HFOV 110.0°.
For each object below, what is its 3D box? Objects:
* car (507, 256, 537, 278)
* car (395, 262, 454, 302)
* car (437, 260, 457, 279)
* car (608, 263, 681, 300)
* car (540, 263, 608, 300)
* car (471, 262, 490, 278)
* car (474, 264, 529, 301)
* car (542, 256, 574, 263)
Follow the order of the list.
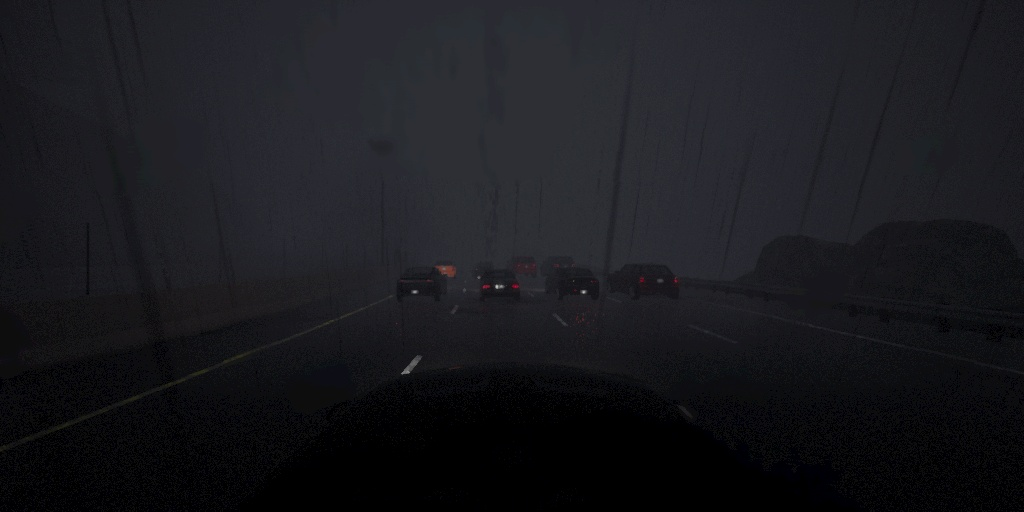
[{"bbox_3d":[0.819,1.008,33.477,2.150,2.045,5.566,0,0,-10],"label":"car"},{"bbox_3d":[-4.148,1.245,16.970,2.128,1.511,4.902,0,0,-5],"label":"car"},{"bbox_3d":[-6.074,1.116,32.253,2.097,1.767,4.553,0,0,-10],"label":"car"},{"bbox_3d":[6.318,1.116,17.818,2.097,1.767,4.553,0,0,-5],"label":"car"},{"bbox_3d":[2.828,1.266,17.555,1.837,1.490,4.892,0,0,-5],"label":"car"},{"bbox_3d":[-2.628,1.283,32.865,1.812,1.442,4.674,0,0,-10],"label":"car"},{"bbox_3d":[-0.660,1.313,17.263,2.033,1.411,5.357,0,0,-5],"label":"car"},{"bbox_3d":[4.270,1.008,34.059,2.150,2.045,5.566,0,0,-10],"label":"car"}]
